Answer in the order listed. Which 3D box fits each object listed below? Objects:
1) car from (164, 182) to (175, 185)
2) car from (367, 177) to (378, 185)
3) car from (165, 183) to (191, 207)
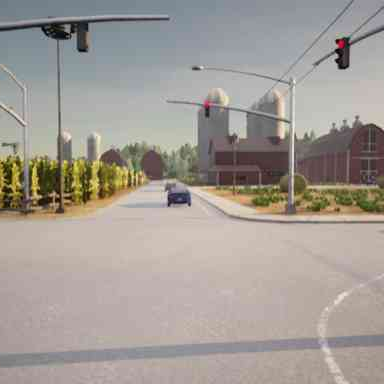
[{"bbox_3d":[-3.376,-0.879,52.963,2.128,1.511,4.902,0,3,-5],"label":"car"},{"bbox_3d":[42.317,-2.428,77.681,1.905,1.878,3.866,10,10,41],"label":"car"},{"bbox_3d":[-1.131,0.311,27.735,1.882,1.535,5.008,0,3,-5],"label":"car"}]
